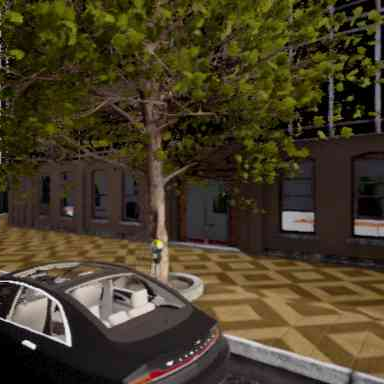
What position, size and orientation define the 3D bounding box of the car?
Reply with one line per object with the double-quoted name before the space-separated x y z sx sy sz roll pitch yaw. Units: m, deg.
"car" -1.680 1.548 4.074 4.403 1.369 2.008 0 0 36
